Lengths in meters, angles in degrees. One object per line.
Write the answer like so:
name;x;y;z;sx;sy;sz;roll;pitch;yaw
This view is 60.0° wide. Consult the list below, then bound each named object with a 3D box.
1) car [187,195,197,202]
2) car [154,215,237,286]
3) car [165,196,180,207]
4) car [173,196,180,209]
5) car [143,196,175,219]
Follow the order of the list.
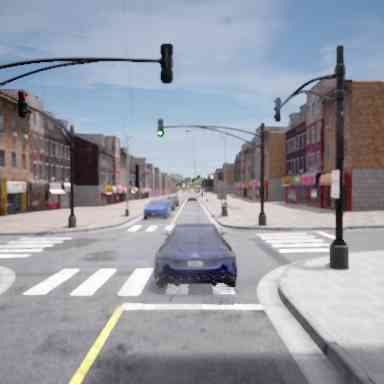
car;0.017;1.302;68.061;1.895;1.301;4.718;0;0;0
car;0.089;1.563;9.386;1.994;1.385;4.181;-1;0;0
car;-2.836;1.327;48.356;1.837;1.490;4.892;0;0;1
car;-2.847;1.369;37.996;2.128;1.511;4.902;0;0;0
car;-2.842;1.401;27.946;1.882;1.535;5.008;0;0;2
